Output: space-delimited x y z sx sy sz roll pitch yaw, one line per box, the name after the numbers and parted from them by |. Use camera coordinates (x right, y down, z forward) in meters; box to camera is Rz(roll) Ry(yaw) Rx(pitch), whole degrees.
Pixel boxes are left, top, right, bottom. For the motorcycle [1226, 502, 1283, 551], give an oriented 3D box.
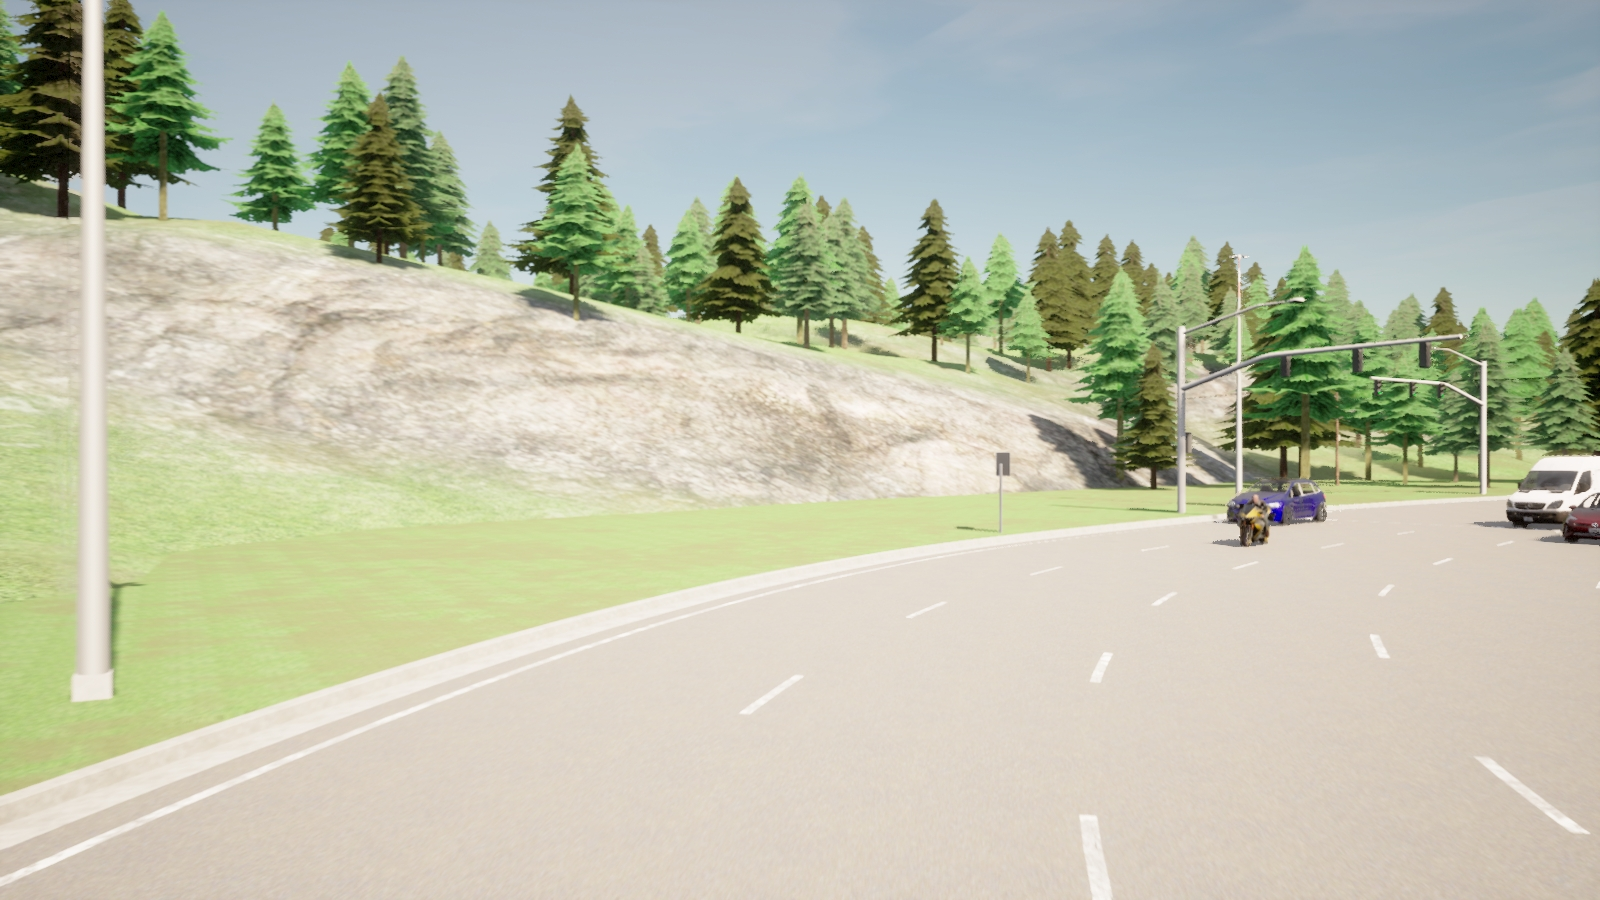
13.169 2.184 33.043 0.867 1.251 2.209 1 1 40 | motorcycle

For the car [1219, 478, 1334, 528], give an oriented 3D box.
18.036 1.941 43.180 4.611 1.667 2.242 0 0 -42 | car

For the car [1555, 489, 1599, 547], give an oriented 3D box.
24.647 2.021 34.453 4.514 1.525 2.007 0 0 -41 | car

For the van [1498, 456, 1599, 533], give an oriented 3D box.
27.662 1.512 40.734 5.915 2.561 1.988 0 -1 -28 | van
